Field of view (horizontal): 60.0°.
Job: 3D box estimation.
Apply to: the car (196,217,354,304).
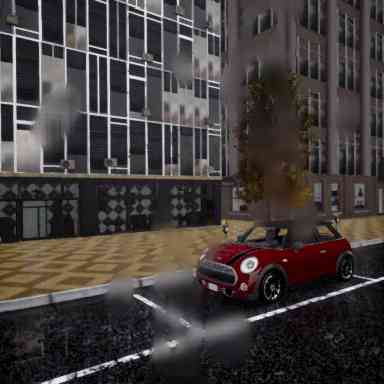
[{"bbox_3d":[2.054,1.439,8.035,4.097,1.590,1.967,0,-1,-35],"label":"car"}]
